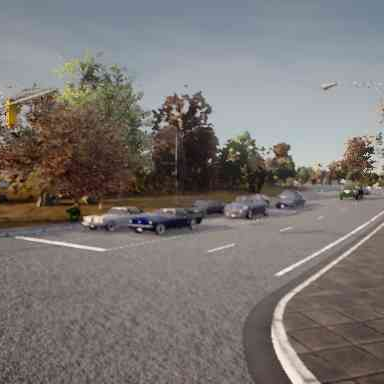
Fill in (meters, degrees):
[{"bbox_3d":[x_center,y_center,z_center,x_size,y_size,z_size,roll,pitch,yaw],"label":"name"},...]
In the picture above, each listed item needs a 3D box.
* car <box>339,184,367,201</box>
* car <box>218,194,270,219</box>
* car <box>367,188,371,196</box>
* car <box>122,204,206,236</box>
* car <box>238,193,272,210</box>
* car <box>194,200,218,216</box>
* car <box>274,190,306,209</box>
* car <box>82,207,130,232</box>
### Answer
[{"bbox_3d":[20.850,0.002,43.490,2.150,2.045,5.566,0,3,36],"label":"car"},{"bbox_3d":[4.417,1.147,27.064,2.097,1.767,4.553,0,1,36],"label":"car"},{"bbox_3d":[26.848,-0.172,52.333,1.994,1.385,4.181,0,3,33],"label":"car"},{"bbox_3d":[-1.434,1.603,18.986,1.895,1.301,4.718,0,1,36],"label":"car"},{"bbox_3d":[7.056,0.990,36.646,1.812,1.442,4.674,0,2,36],"label":"car"},{"bbox_3d":[1.263,1.371,28.678,2.033,1.411,5.357,0,1,36],"label":"car"},{"bbox_3d":[10.654,0.940,35.663,2.033,1.411,5.357,0,2,36],"label":"car"},{"bbox_3d":[-4.435,1.620,20.809,1.895,1.301,4.718,0,1,36],"label":"car"}]
